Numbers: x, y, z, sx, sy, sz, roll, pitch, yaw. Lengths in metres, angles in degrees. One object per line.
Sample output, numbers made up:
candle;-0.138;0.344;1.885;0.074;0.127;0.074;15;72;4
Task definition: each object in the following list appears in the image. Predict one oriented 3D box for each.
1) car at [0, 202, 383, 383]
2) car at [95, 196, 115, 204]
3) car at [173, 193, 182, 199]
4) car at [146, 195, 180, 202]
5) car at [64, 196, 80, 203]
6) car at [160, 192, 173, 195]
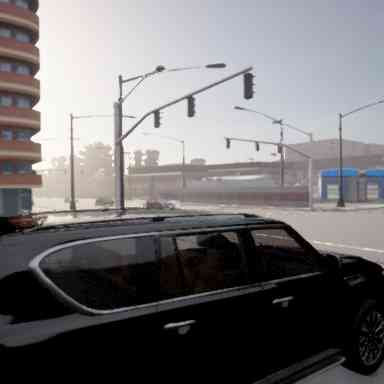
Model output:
car;0.170;1.210;3.895;5.566;2.045;2.150;0;0;-35
car;-13.191;1.377;50.596;1.837;1.490;4.892;-1;1;-37
car;-1.579;0.935;76.048;3.806;1.475;1.970;-1;1;-35
car;-3.759;1.387;37.929;1.812;1.442;4.674;-1;1;-37
car;-23.208;1.422;64.171;1.812;1.442;4.674;-1;1;-37
car;-5.558;0.790;80.262;4.611;1.667;2.242;-1;1;-35
